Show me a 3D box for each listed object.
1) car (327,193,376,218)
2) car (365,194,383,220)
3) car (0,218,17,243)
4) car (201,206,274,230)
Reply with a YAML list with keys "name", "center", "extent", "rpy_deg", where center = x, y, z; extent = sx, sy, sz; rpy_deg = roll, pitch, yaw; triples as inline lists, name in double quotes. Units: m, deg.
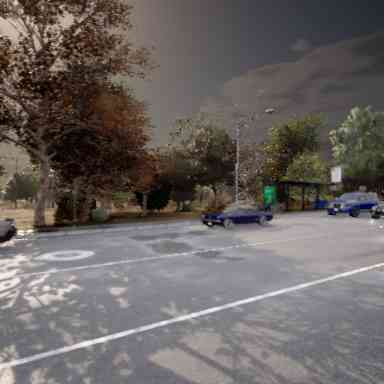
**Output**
- name: "car"
  center: [13.948, 1.070, 28.541]
  extent: [5.566, 2.045, 2.150]
  rpy_deg: [0, 0, -35]
- name: "car"
  center: [15.650, 1.201, 25.419]
  extent: [4.553, 1.767, 2.097]
  rpy_deg: [-1, 0, -35]
- name: "car"
  center: [-9.171, 1.486, 12.190]
  extent: [4.902, 1.511, 2.128]
  rpy_deg: [0, 0, -35]
- name: "car"
  center: [2.853, 1.529, 20.719]
  extent: [4.718, 1.301, 1.895]
  rpy_deg: [0, 0, -35]
